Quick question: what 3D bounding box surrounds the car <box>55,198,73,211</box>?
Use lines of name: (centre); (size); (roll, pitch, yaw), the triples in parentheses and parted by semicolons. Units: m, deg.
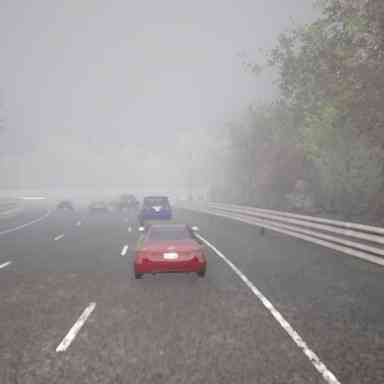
car: (-15.931, 1.581, 41.600); (1.837, 1.490, 4.892); (0, 0, -23)

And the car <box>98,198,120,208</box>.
car: (-12.910, 1.620, 51.457); (2.033, 1.411, 5.357); (0, 0, -28)

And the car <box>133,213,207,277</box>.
car: (-0.722, 1.573, 10.334); (1.994, 1.385, 4.181); (0, 0, -5)

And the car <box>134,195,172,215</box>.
car: (-2.835, 1.246, 24.315); (2.150, 2.045, 5.566); (0, 0, -12)

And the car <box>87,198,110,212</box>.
car: (-11.249, 1.624, 39.392); (1.994, 1.385, 4.181); (0, 0, -21)

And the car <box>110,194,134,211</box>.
car: (-8.359, 1.274, 41.483); (2.150, 2.045, 5.566); (0, 0, -22)
